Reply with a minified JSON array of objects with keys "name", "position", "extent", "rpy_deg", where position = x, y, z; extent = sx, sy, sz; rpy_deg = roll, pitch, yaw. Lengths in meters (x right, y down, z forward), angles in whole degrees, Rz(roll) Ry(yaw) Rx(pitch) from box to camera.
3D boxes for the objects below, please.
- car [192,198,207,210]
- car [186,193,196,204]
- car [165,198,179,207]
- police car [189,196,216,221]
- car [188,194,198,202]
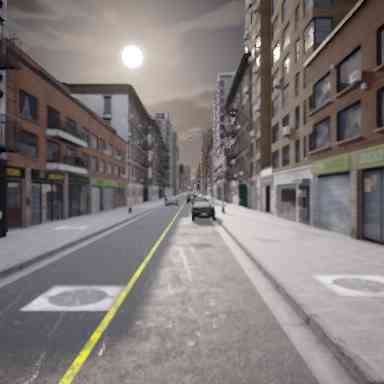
[{"name":"car","position":[0.909,1.534,43.333],"extent":[1.812,1.442,4.674],"rpy_deg":[0,0,0]},{"name":"car","position":[0.012,1.226,64.099],"extent":[2.150,2.045,5.566],"rpy_deg":[0,0,0]},{"name":"car","position":[-3.055,1.568,51.625],"extent":[1.994,1.385,4.181],"rpy_deg":[0,0,0]},{"name":"police car","position":[0.905,1.435,27.443],"extent":[1.930,1.638,5.238],"rpy_deg":[0,0,0]},{"name":"car","position":[0.907,1.360,37.304],"extent":[2.097,1.767,4.553],"rpy_deg":[0,0,0]}]
